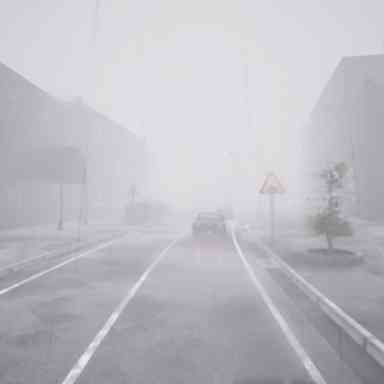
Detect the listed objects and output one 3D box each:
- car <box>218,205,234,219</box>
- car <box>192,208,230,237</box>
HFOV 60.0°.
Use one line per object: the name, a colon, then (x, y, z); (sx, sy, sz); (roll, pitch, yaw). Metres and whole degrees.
car: (3.819, 2.289, 38.378); (1.882, 1.535, 5.008); (-1, -2, 11)
car: (1.152, 1.897, 20.196); (1.895, 1.301, 4.718); (1, -1, 6)
